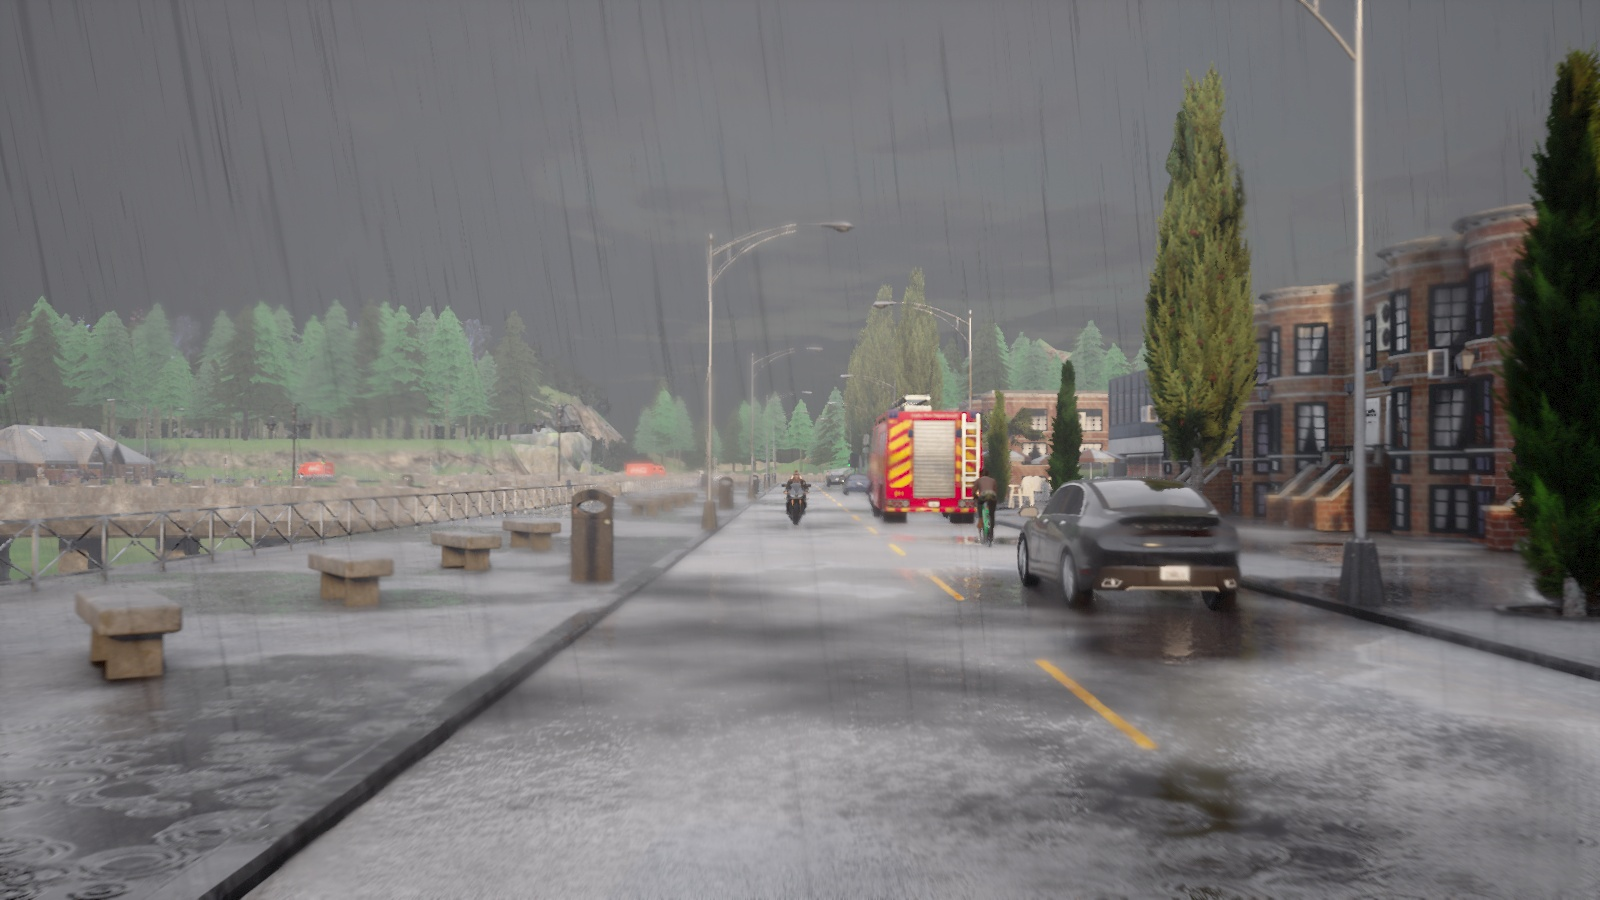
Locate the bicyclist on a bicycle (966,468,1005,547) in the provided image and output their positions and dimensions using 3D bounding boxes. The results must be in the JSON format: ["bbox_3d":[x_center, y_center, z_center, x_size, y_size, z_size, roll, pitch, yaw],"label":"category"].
[{"bbox_3d":[3.929,1.199,26.700,0.582,1.620,1.656,0,-1,0],"label":"bicyclist on a bicycle"}]

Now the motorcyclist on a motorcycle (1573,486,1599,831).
[{"bbox_3d":[3.987,0.912,4.657,0.866,1.530,2.191,0,-1,0],"label":"motorcyclist on a motorcycle"}]

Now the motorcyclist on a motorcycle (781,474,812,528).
[{"bbox_3d":[-0.095,1.467,36.854,0.866,1.530,2.191,0,-1,0],"label":"motorcyclist on a motorcycle"}]

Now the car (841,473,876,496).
[{"bbox_3d":[3.787,2.220,81.987,2.033,1.411,5.357,0,-1,0],"label":"car"}]

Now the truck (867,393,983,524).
[{"bbox_3d":[3.888,0.322,41.050,2.891,3.827,8.468,0,-1,0],"label":"truck"}]

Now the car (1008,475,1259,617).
[{"bbox_3d":[3.958,1.068,15.812,1.837,1.490,4.892,0,-1,0],"label":"car"}]
